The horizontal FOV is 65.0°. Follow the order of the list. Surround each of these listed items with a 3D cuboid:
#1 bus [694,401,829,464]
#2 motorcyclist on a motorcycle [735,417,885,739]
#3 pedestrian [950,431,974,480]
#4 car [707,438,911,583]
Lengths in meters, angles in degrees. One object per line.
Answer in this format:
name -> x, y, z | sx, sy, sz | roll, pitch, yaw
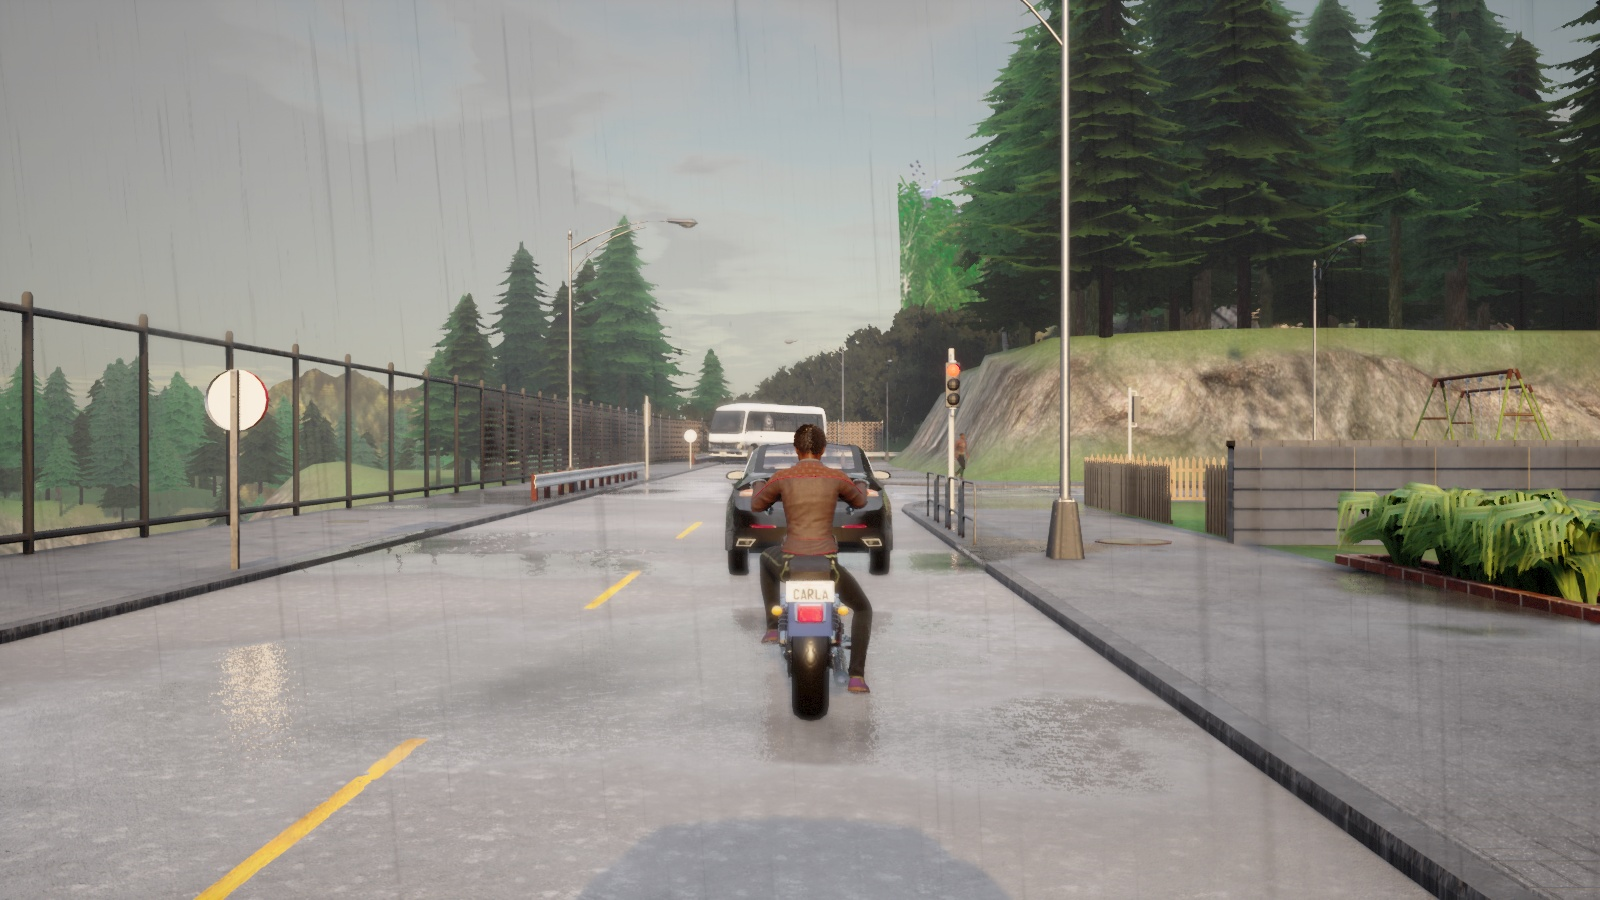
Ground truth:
bus -> -2.593, -1.159, 90.273 | 3.944, 4.253, 10.273 | 1, 0, 38
motorcyclist on a motorcycle -> 0.059, 0.654, 7.610 | 0.766, 1.649, 2.350 | 0, 0, 0
pedestrian -> 5.947, 0.201, 46.172 | 0.328, 1.805, 0.869 | 0, 0, -40
car -> 0.106, 0.615, 15.564 | 2.128, 1.511, 4.902 | 0, 0, 0
